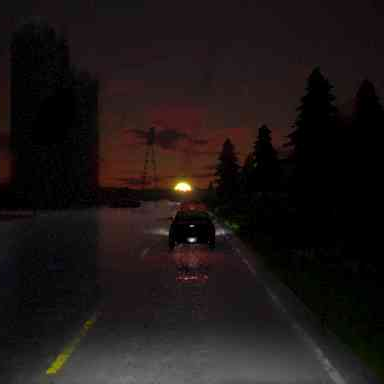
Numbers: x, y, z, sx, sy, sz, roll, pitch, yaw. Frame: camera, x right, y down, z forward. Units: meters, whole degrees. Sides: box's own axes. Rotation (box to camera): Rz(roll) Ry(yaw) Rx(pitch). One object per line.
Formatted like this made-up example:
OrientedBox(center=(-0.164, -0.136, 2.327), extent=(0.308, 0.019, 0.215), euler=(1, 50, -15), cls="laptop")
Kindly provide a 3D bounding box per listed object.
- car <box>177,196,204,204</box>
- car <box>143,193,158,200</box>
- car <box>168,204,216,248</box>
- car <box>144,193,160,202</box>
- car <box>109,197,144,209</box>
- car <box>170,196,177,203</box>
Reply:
OrientedBox(center=(0.000, 1.363, 29.620), extent=(2.097, 1.767, 4.553), euler=(0, 0, 0), cls="car")
OrientedBox(center=(-11.898, 1.355, 94.841), extent=(3.866, 1.878, 1.905), euler=(0, 0, -31), cls="car")
OrientedBox(center=(0.000, 1.513, 14.650), extent=(1.837, 1.490, 4.892), euler=(0, 0, 0), cls="car")
OrientedBox(center=(-9.543, 1.481, 77.995), extent=(3.988, 1.617, 1.851), euler=(0, 0, -1), cls="car")
OrientedBox(center=(-9.058, 1.547, 44.986), extent=(4.181, 1.381, 1.994), euler=(0, 0, -1), cls="car")
OrientedBox(center=(-3.500, 1.504, 68.961), extent=(1.994, 1.385, 4.181), euler=(0, 0, 0), cls="car")
